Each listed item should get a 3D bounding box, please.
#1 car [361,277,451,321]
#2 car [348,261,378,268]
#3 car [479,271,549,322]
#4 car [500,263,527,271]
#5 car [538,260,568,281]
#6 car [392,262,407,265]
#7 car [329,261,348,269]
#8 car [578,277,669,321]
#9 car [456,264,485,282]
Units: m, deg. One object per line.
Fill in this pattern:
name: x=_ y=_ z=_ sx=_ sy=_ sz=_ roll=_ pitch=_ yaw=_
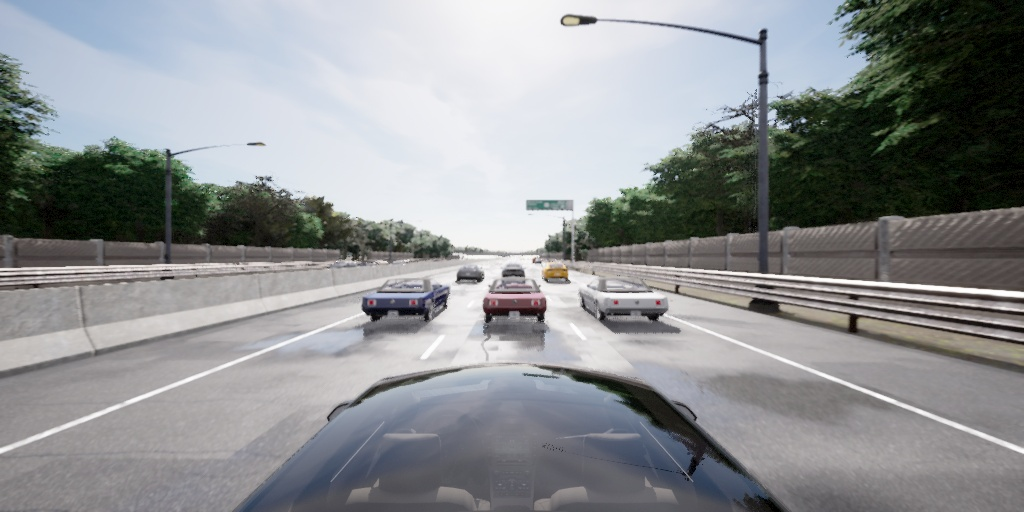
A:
car: x=-3.411 y=1.380 z=12.569 sx=1.895 sy=1.301 sz=4.718 roll=0 pitch=0 yaw=0
car: x=-17.560 y=1.457 z=43.412 sx=1.895 sy=1.301 sz=4.718 roll=0 pitch=0 yaw=0
car: x=0.089 y=1.380 z=12.492 sx=1.895 sy=1.301 sz=4.718 roll=0 pitch=0 yaw=0
car: x=0.103 y=1.325 z=29.168 sx=1.837 sy=1.490 sz=4.892 roll=0 pitch=0 yaw=0
car: x=3.608 y=1.301 z=30.684 sx=1.882 sy=1.535 sz=5.008 roll=0 pitch=0 yaw=0
car: x=-14.060 y=1.407 z=44.403 sx=2.033 sy=1.411 sz=5.357 roll=0 pitch=0 yaw=0
car: x=-21.051 y=1.353 z=44.873 sx=2.128 sy=1.511 sz=4.902 roll=0 pitch=0 yaw=0
car: x=3.589 y=1.380 z=12.557 sx=1.895 sy=1.301 sz=4.718 roll=0 pitch=0 yaw=0
car: x=-3.395 y=1.385 z=29.774 sx=1.994 sy=1.385 sz=4.181 roll=0 pitch=0 yaw=0
